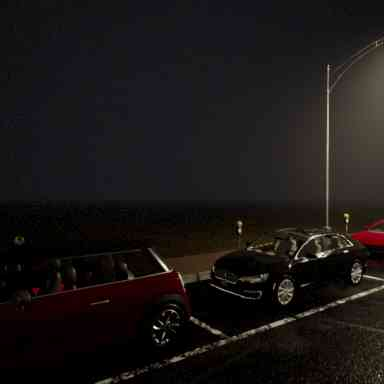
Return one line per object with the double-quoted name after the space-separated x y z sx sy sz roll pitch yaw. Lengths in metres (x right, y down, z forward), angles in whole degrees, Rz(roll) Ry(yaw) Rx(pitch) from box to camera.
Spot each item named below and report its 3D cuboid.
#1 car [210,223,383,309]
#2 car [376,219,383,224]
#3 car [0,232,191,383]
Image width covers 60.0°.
2.412 1.552 7.808 4.403 1.369 2.008 0 1 -35 "car"
6.920 1.548 11.023 4.507 1.381 1.887 0 1 -35 "car"
-2.094 1.440 4.593 4.097 1.590 1.967 0 1 -35 "car"
